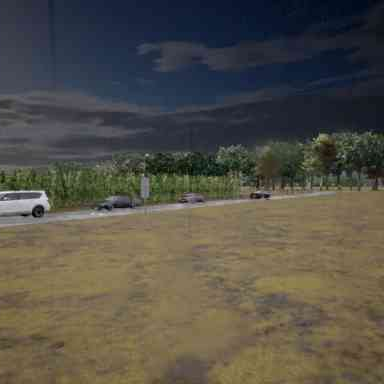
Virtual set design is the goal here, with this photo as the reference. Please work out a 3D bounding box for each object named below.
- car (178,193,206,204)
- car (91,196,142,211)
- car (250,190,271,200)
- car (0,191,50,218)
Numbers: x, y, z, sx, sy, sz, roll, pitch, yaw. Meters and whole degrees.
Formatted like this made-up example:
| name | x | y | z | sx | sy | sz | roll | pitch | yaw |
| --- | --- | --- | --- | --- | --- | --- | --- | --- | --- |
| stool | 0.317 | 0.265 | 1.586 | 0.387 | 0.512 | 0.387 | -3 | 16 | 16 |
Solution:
| name | x | y | z | sx | sy | sz | roll | pitch | yaw |
| --- | --- | --- | --- | --- | --- | --- | --- | --- | --- |
| car | 0.058 | 0.845 | 43.161 | 1.994 | 1.385 | 4.181 | 0 | 1 | 35 |
| car | -7.300 | 1.066 | 32.744 | 2.033 | 1.411 | 5.357 | 0 | 1 | 35 |
| car | 11.092 | 0.487 | 53.709 | 1.882 | 1.535 | 5.008 | 0 | 1 | 35 |
| car | -13.248 | 0.933 | 24.309 | 2.150 | 2.045 | 5.566 | 0 | 1 | 35 |
